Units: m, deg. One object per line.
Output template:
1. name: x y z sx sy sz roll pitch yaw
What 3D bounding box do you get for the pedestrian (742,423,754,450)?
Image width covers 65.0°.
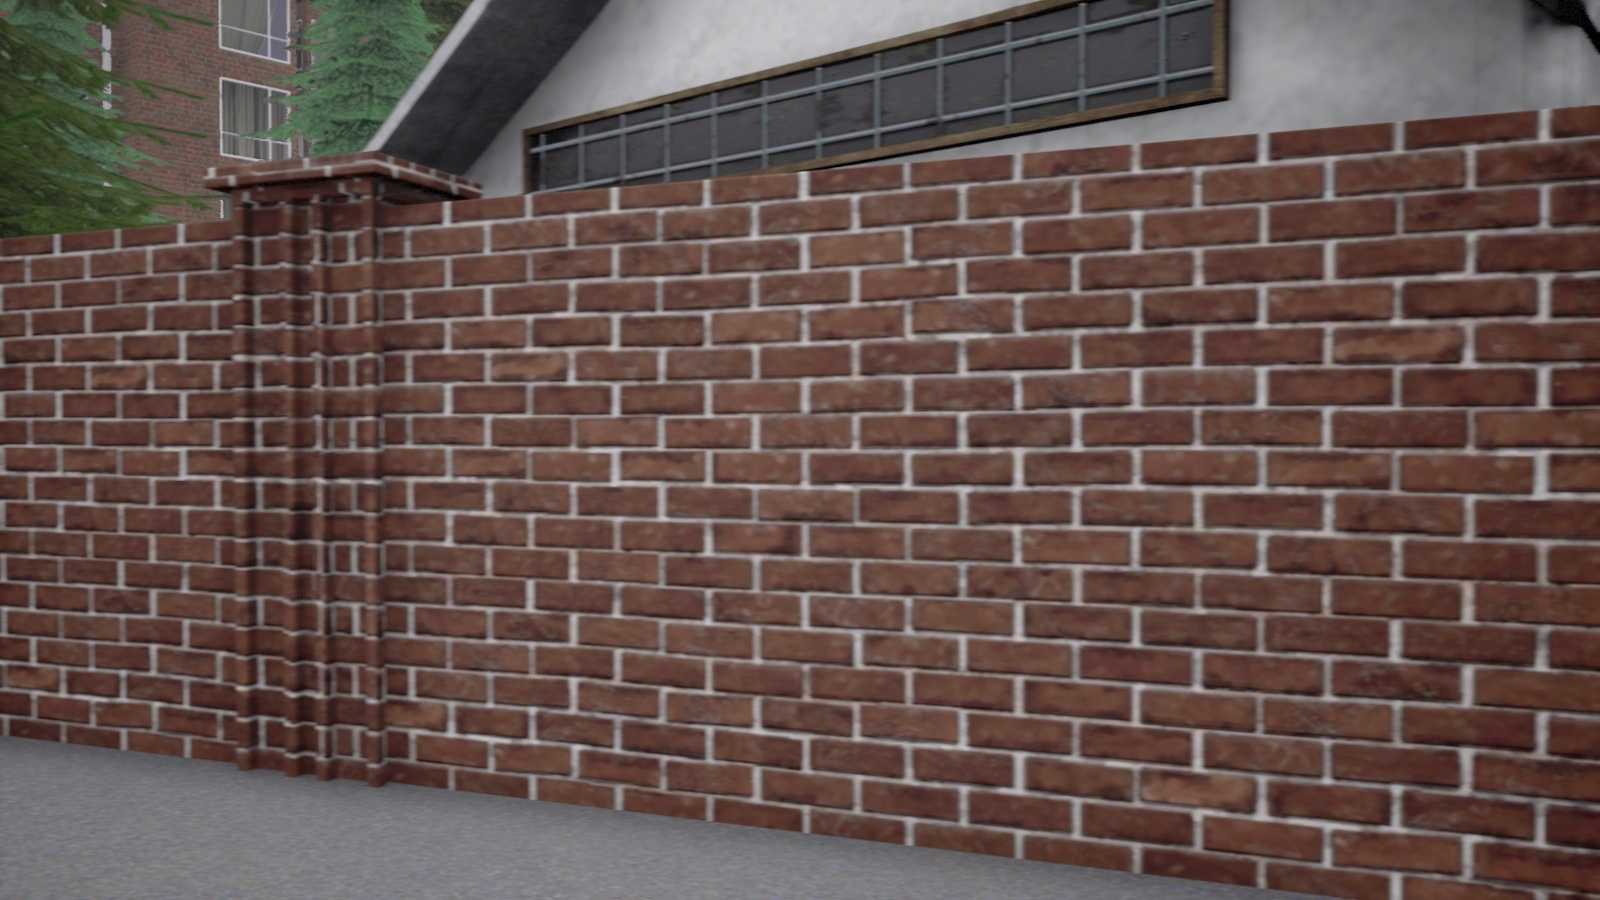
1. pedestrian: -3.612 -0.942 87.599 0.703 1.840 0.431 1 1 41
